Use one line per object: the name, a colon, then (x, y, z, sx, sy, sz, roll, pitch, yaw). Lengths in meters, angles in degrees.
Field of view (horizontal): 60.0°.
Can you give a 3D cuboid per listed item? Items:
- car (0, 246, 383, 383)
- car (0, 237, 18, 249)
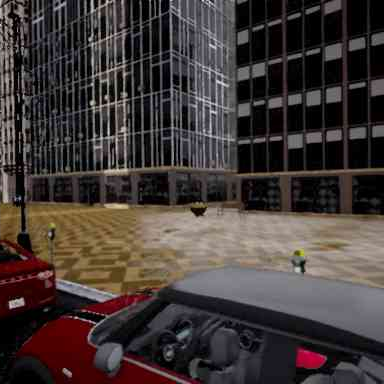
car: (0.249, 1.386, 2.747, 4.097, 1.590, 1.967, 0, 1, 37)
car: (-4.324, 1.463, 6.133, 4.507, 1.381, 1.887, 0, 1, 37)
